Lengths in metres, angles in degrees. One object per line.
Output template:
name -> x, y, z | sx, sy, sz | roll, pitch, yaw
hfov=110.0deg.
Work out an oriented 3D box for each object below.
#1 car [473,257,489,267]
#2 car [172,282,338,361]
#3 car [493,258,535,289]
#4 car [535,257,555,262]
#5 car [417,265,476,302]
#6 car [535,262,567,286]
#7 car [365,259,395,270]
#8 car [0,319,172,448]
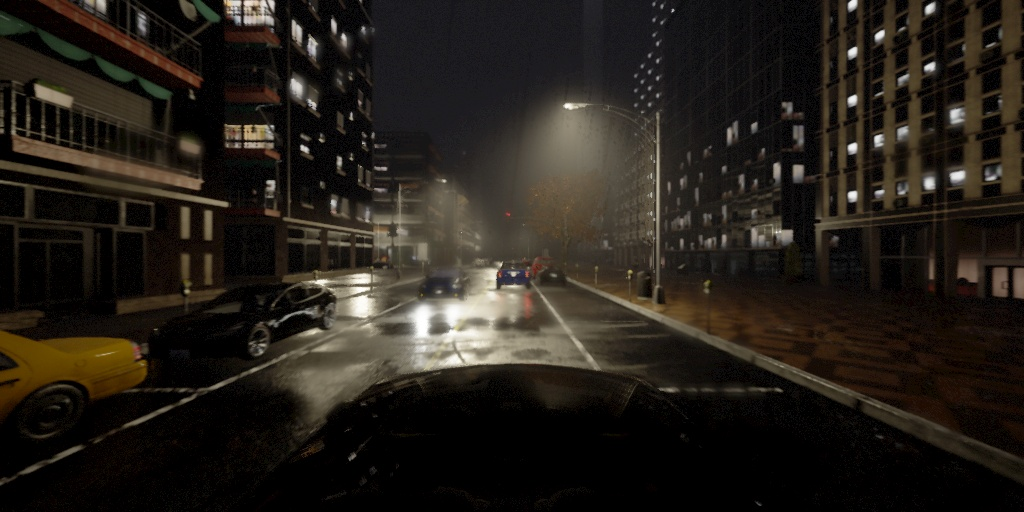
car -> -5.701, 1.218, 62.790 | 2.007, 1.370, 4.403 | 0, 0, 0
car -> -5.691, 1.303, 8.312 | 1.948, 1.339, 4.313 | 0, 0, 0
car -> 0.095, 1.067, 22.564 | 2.097, 1.767, 4.553 | 0, 0, 0
car -> 2.686, 1.018, 30.404 | 2.192, 1.841, 5.009 | 0, 0, 0
car -> -3.005, 1.291, 16.735 | 1.994, 1.385, 4.181 | 0, 0, 0
car -> 2.687, 1.277, 24.881 | 1.948, 1.339, 4.313 | 0, 0, 0
car -> -16.443, 1.026, 43.372 | 4.403, 1.370, 2.007 | 0, 0, -1
car -> -5.690, 1.273, 2.619 | 1.751, 1.417, 4.829 | 0, 0, 0
